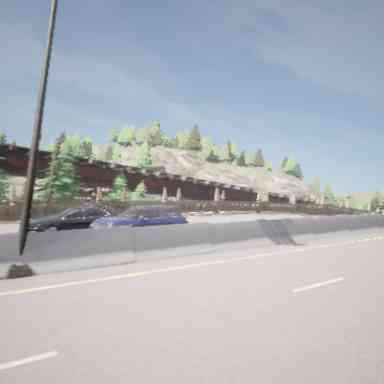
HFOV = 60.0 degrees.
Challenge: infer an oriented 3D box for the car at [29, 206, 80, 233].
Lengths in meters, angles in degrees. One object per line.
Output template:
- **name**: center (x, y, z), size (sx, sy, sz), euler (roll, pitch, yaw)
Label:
- **car**: center (-5.825, 1.543, 17.033), size (4.892, 1.490, 1.837), euler (0, 0, -35)

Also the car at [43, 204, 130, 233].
- **car**: center (-6.521, 1.556, 20.835), size (4.892, 1.490, 1.837), euler (0, 0, -35)

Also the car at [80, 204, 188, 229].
- **car**: center (-2.361, 1.405, 15.205), size (4.553, 1.767, 2.097), euler (1, 0, -35)
